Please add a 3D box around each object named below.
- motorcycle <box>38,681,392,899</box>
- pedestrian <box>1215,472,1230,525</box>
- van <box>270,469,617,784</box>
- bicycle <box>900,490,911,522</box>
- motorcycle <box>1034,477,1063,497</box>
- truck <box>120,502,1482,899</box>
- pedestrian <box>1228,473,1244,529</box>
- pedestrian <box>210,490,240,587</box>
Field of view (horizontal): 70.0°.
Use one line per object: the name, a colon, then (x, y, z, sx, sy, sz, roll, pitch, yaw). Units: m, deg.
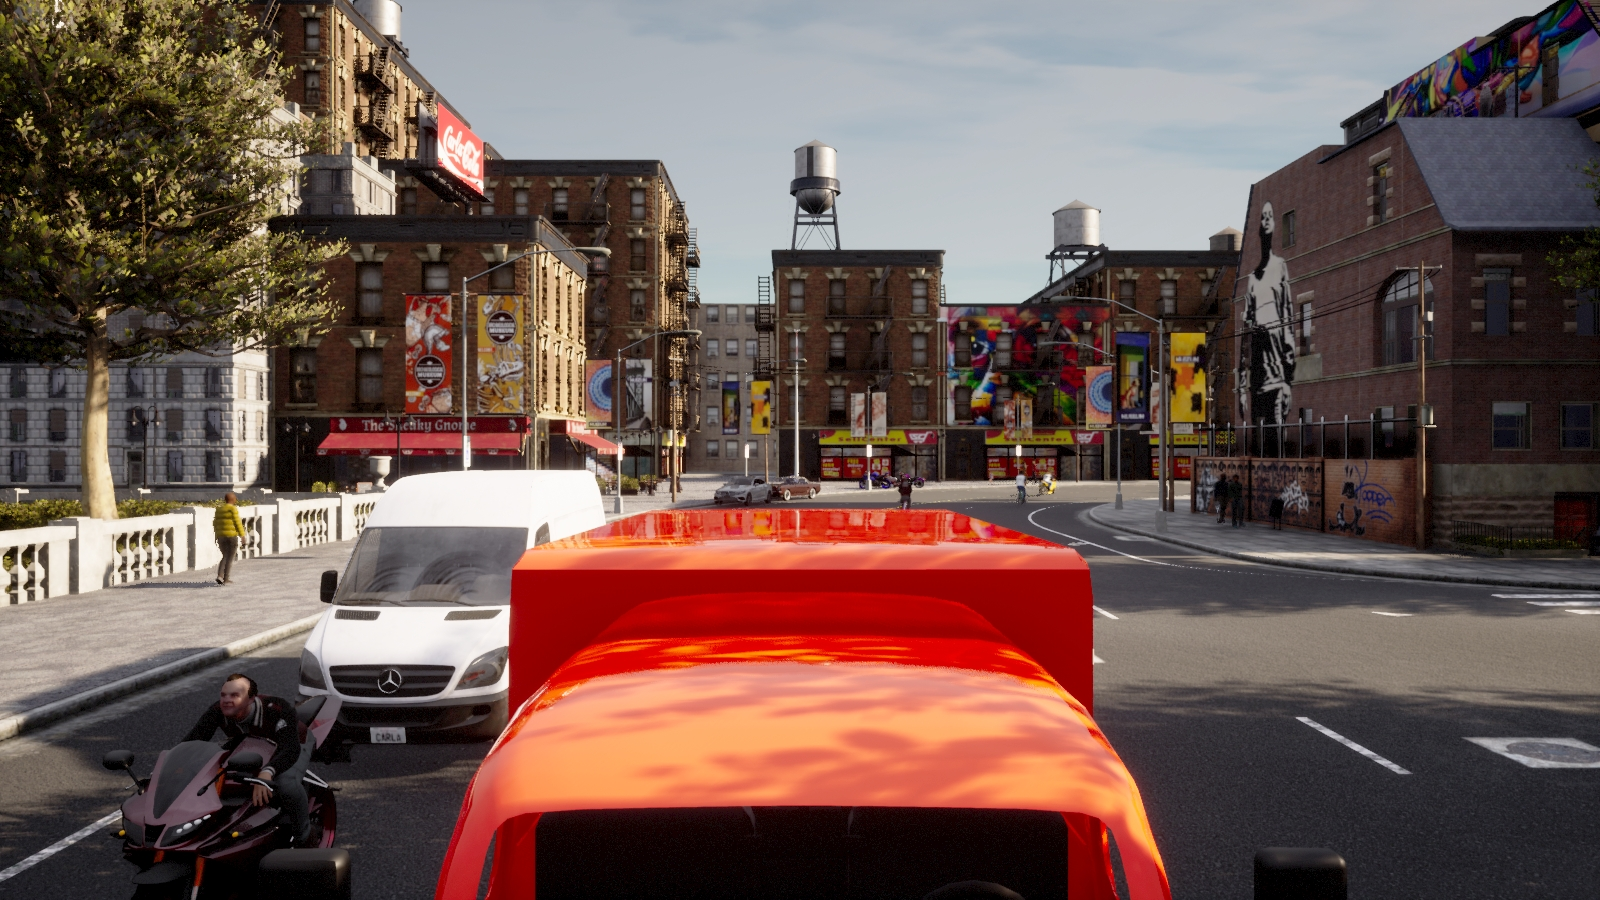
motorcycle: (-3.264, 2.208, 6.698, 0.867, 1.251, 2.209, 0, 0, 3)
pedestrian: (14.917, 1.712, 40.342, 0.375, 1.860, 0.375, 0, 0, -2)
van: (-3.487, 1.540, 12.614, 1.988, 2.561, 5.915, 0, 0, 0)
bicycle: (4.230, 2.228, 45.654, 0.329, 1.171, 1.835, 1, 0, 8)
motorcycle: (15.227, 2.240, 70.001, 0.803, 1.145, 2.033, 1, 0, 41)
truck: (-0.002, 1.571, 4.805, 2.627, 2.467, 5.204, 0, 0, 0)
pedestrian: (14.579, 1.711, 38.208, 0.375, 1.860, 0.375, 0, 0, -1)
pedestrian: (-11.177, 1.706, 22.226, 0.375, 1.860, 0.375, 0, 0, 9)
